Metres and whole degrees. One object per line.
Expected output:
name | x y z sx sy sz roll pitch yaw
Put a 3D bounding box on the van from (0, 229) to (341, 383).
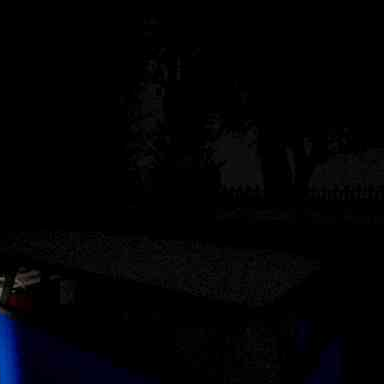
van | -0.689 1.339 3.203 3.998 1.788 1.690 0 0 35
